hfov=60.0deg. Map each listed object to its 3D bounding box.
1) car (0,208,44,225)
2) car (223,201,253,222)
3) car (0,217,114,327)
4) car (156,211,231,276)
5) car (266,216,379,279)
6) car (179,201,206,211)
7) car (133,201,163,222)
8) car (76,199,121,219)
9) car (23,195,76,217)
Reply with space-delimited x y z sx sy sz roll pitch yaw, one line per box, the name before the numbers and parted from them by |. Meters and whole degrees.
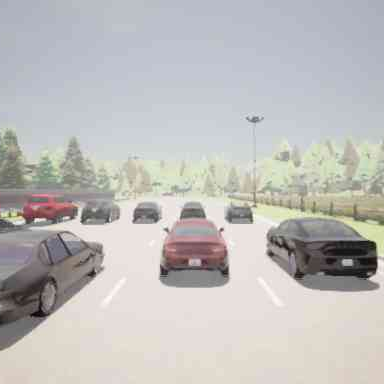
car | -6.931 1.499 10.773 1.837 1.490 4.892 0 0 0
car | 3.572 1.478 26.062 2.128 1.511 4.902 0 0 0
car | -3.454 1.544 7.330 2.033 1.411 5.357 0 0 1
car | 0.068 1.521 10.176 1.812 1.442 4.674 0 0 0
car | 3.565 1.473 10.067 1.882 1.535 5.008 0 0 0
car | 0.073 1.492 26.125 1.837 1.490 4.892 0 1 0
car | -3.428 1.492 26.120 1.837 1.490 4.892 0 1 0
car | -6.930 1.337 25.743 2.097 1.767 4.553 0 0 0
car | -10.435 1.210 24.866 2.150 2.045 5.566 0 0 0
